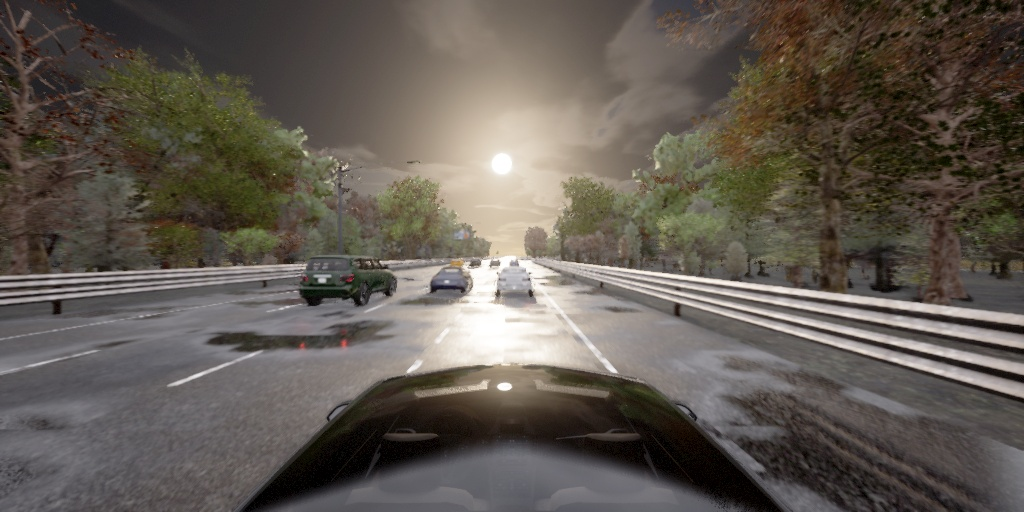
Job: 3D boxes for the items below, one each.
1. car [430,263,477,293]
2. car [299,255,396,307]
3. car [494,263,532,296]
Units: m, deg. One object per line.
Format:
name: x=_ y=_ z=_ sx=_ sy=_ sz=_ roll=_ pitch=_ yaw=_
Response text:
car: x=-3.382 y=1.315 z=20.697 sx=1.994 sy=1.385 sz=4.181 roll=0 pitch=0 yaw=0
car: x=-6.893 y=0.973 z=15.716 sx=2.150 sy=2.045 sz=5.566 roll=0 pitch=0 yaw=0
car: x=0.114 y=1.276 z=19.402 sx=1.812 sy=1.442 sz=4.674 roll=0 pitch=0 yaw=0
